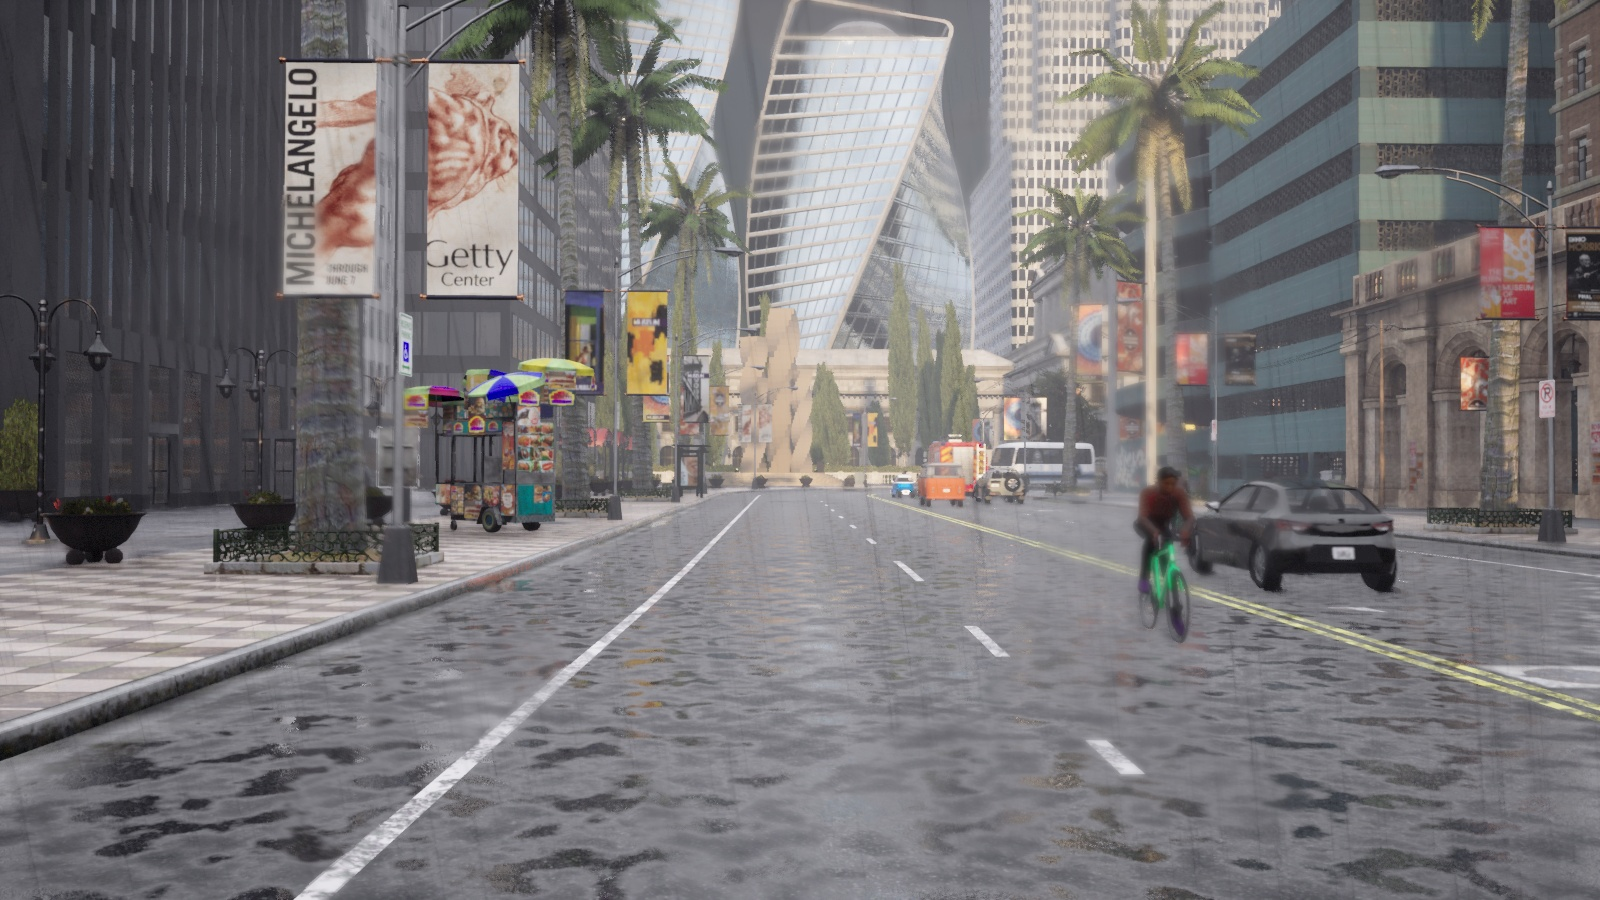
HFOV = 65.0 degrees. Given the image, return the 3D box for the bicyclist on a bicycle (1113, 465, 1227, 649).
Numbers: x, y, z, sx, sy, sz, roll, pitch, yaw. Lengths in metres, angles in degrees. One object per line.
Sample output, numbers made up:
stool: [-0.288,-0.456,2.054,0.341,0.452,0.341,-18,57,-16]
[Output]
bicyclist on a bicycle: [3.480,0.954,11.943,0.582,1.620,1.656,0,-1,0]

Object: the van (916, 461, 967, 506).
van: [6.464,1.509,57.776,1.775,1.987,4.442,0,-1,-1]

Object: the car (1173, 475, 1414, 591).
car: [6.973,1.106,18.252,1.816,1.474,4.193,0,-1,0]

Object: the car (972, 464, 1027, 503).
car: [9.900,1.640,62.611,1.932,1.855,4.605,0,-1,-1]

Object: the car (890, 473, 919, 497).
car: [6.246,2.105,75.226,1.481,1.376,2.207,0,-1,0]

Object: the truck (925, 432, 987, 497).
truck: [9.765,0.940,79.359,2.891,3.827,8.468,0,-1,0]
